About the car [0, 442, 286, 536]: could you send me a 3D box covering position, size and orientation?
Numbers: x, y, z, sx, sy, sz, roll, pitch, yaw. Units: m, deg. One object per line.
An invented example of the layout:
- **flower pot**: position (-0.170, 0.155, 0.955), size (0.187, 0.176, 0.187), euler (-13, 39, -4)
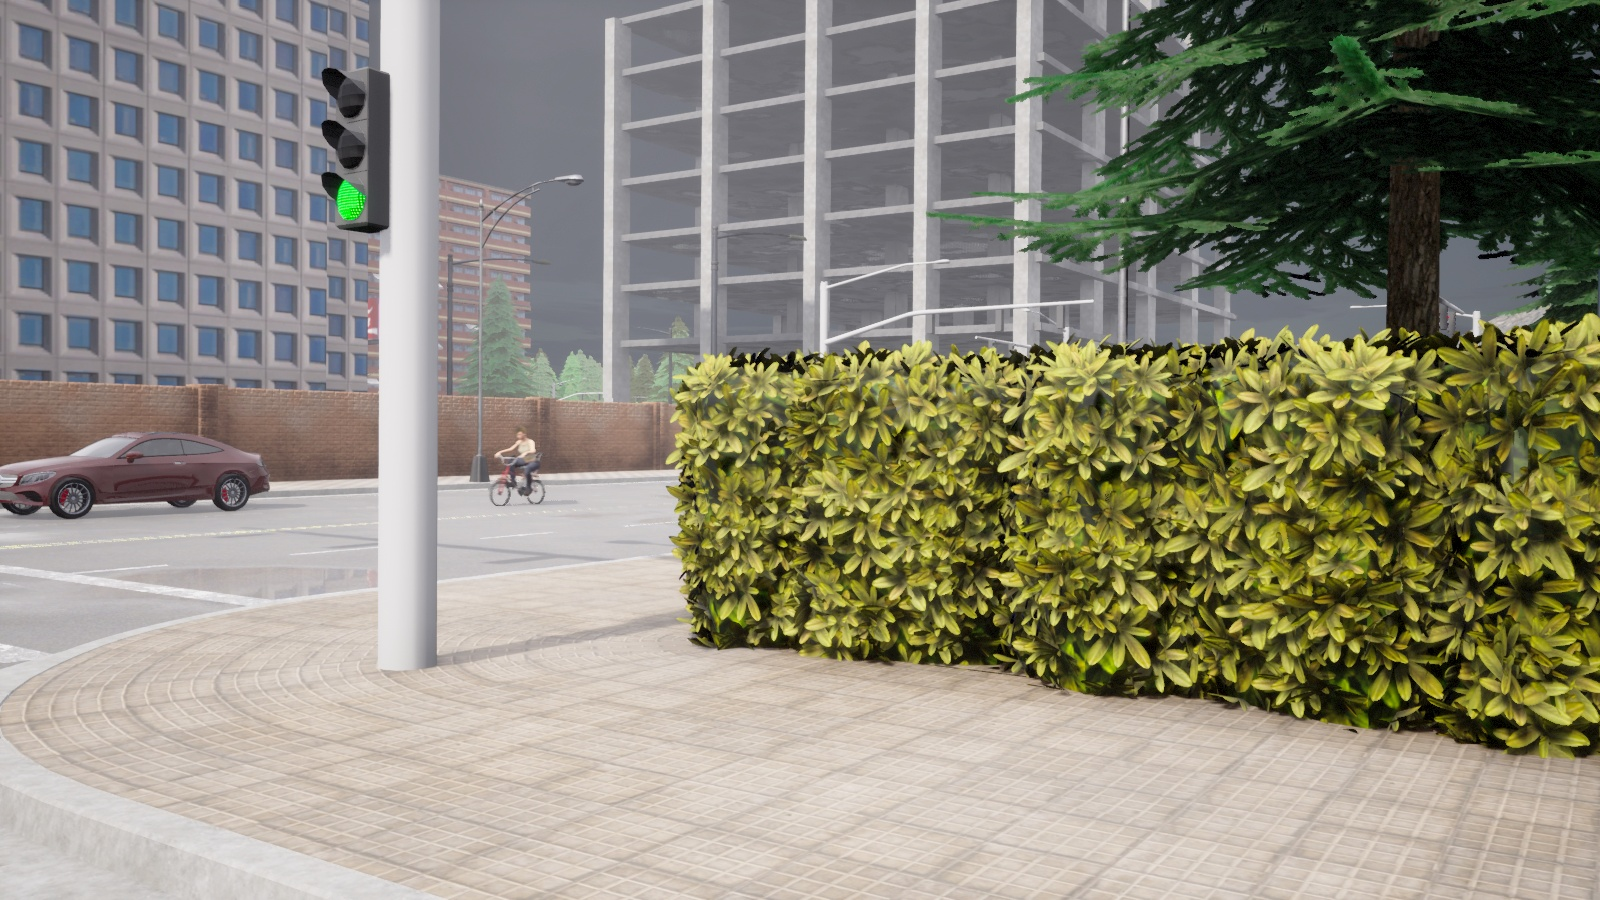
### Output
- **car**: position (-11.841, 0.613, 22.469), size (1.812, 1.442, 4.674), euler (0, 1, 33)

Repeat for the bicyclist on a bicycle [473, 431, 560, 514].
- **bicyclist on a bicycle**: position (-5.717, 0.429, 25.378), size (0.866, 1.612, 1.509), euler (0, 1, 34)
